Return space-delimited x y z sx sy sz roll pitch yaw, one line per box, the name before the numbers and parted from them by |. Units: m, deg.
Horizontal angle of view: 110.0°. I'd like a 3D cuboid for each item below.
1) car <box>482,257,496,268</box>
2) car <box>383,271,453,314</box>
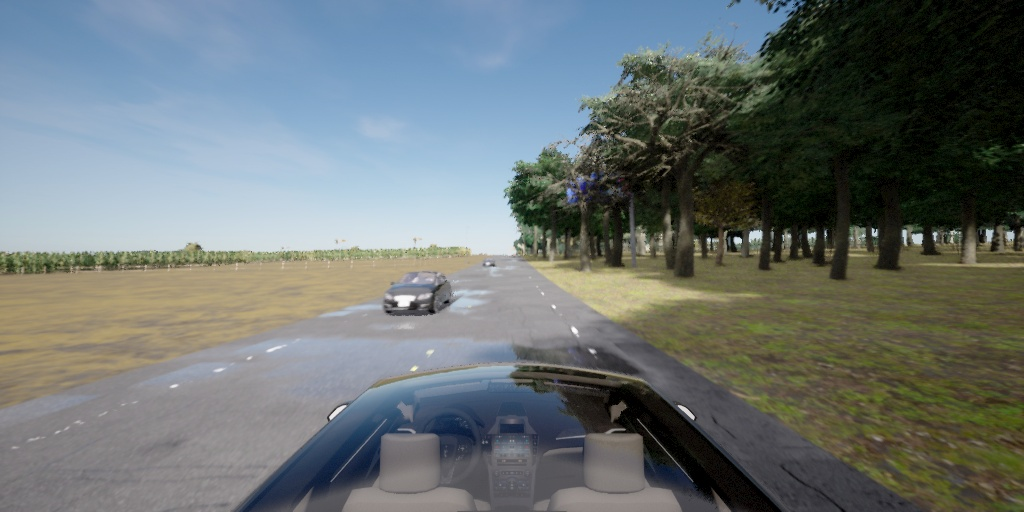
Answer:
car | -3.566 0.971 55.702 2.128 1.511 4.902 0 1 0
car | -3.601 1.353 14.421 2.128 1.511 4.902 0 0 0
